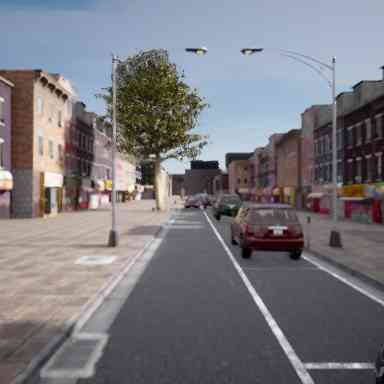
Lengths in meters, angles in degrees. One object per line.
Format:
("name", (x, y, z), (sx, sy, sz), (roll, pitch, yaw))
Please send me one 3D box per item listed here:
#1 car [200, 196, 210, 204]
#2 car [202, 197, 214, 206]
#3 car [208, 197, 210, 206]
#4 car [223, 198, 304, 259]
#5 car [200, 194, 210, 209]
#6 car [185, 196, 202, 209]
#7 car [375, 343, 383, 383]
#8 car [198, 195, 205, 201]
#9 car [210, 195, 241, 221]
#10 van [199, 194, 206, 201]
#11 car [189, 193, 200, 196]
("car", (2.650, 1.602, 68.052), (1.947, 1.339, 4.313), (1, 0, 0))
("car", (2.650, 1.576, 56.970), (1.887, 1.381, 4.507), (1, 0, 0))
("car", (3.016, 1.498, 34.788), (1.882, 1.535, 5.008), (0, 0, 0))
("car", (2.651, 1.325, 12.643), (2.192, 1.841, 5.009), (1, 0, 0))
("car", (2.652, 1.341, 45.889), (2.192, 1.841, 5.009), (1, 0, 0))
("car", (0.004, 1.639, 44.940), (1.895, 1.301, 4.718), (0, 0, 0))
("car", (2.647, 1.553, 1.561), (2.008, 1.369, 4.403), (1, 0, 0))
("car", (2.651, 1.585, 90.384), (1.752, 1.417, 4.829), (1, 0, 0))
("car", (2.983, 1.246, 27.818), (2.150, 2.045, 5.566), (0, 0, 0))
("van", (2.653, 1.392, 84.673), (1.690, 1.788, 3.998), (1, 0, 0))
("car", (0.007, 1.397, 61.834), (2.097, 1.767, 4.553), (0, 0, 0))
